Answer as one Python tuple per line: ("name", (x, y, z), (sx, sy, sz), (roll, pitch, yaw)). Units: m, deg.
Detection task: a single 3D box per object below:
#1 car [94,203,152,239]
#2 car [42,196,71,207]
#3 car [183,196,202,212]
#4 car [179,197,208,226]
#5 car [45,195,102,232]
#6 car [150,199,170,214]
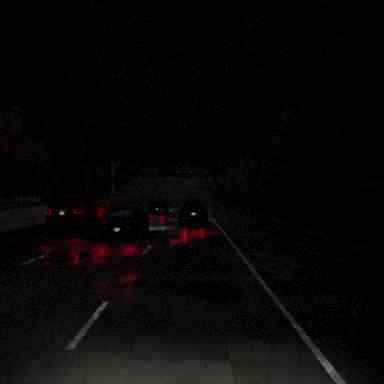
("car", (-3.407, 1.521, 17.369), (1.812, 1.442, 4.674), (0, 0, 0))
("car", (-17.518, 1.200, 43.349), (1.895, 1.301, 4.718), (0, 0, 0))
("car", (0.083, 1.342, 39.827), (2.097, 1.767, 4.553), (0, 0, 0))
("car", (0.091, 1.425, 23.317), (2.033, 1.649, 4.856), (0, 0, 0))
("car", (-6.908, 1.216, 20.335), (2.150, 2.045, 5.566), (0, 0, 0))
("car", (-3.413, 1.479, 34.925), (2.128, 1.511, 4.902), (0, 0, 0))
